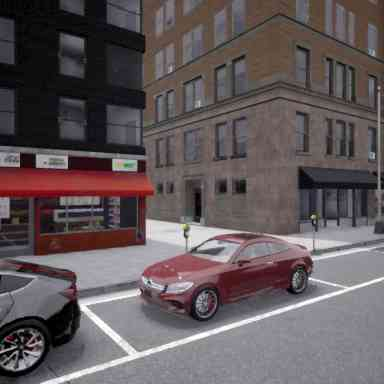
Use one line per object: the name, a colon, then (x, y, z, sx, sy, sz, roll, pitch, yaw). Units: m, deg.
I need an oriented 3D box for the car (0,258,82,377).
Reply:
car: (-3.566, 1.566, 3.991, 4.313, 1.339, 1.947, 0, 0, -35)

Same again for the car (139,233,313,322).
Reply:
car: (0.915, 1.582, 7.183, 4.206, 1.307, 1.802, 0, 0, -35)
